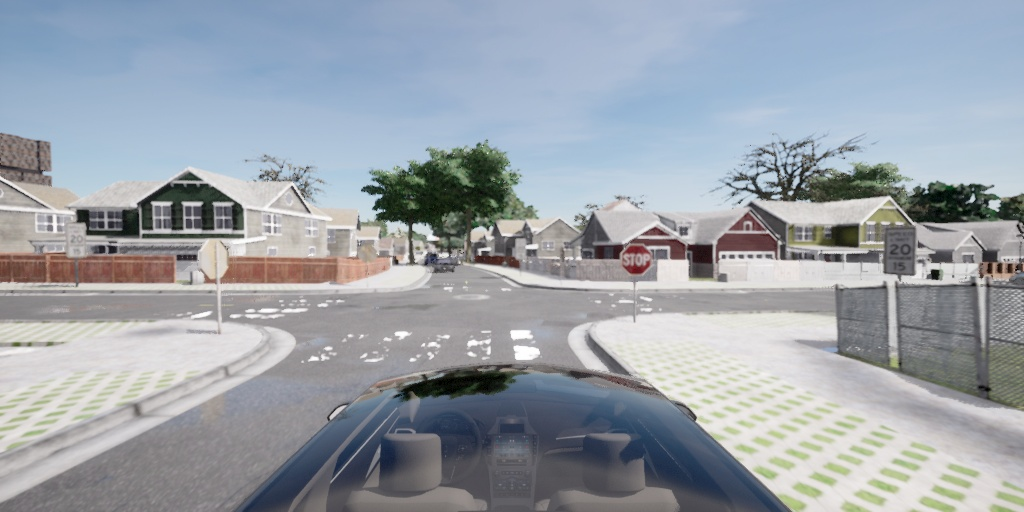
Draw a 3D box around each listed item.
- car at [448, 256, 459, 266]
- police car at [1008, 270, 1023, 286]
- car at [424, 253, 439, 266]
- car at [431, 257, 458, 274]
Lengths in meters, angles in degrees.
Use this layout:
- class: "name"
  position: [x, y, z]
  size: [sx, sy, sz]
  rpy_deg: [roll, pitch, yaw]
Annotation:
- class: "car"
  position: [-9.628, 0.802, 56.698]
  size: [2.128, 1.511, 4.902]
  rpy_deg: [-1, 1, -18]
- class: "police car"
  position: [35.273, 1.470, 23.623]
  size: [4.974, 1.542, 2.038]
  rpy_deg: [1, 2, -16]
- class: "car"
  position: [-13.300, 0.537, 59.204]
  size: [2.150, 2.045, 5.566]
  rpy_deg: [-1, 0, -17]
- class: "car"
  position: [-7.029, 1.047, 36.999]
  size: [1.994, 1.385, 4.181]
  rpy_deg: [0, 0, -13]
